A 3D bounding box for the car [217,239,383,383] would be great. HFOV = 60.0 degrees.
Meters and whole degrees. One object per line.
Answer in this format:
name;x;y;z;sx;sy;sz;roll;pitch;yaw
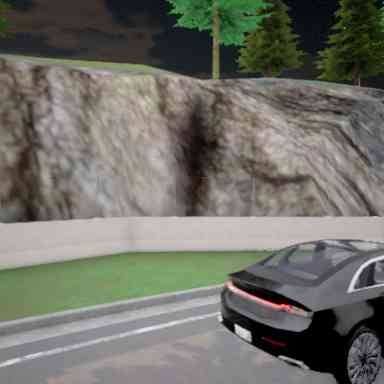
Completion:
car;2.727;1.514;5.236;4.902;1.511;2.128;0;0;-29
